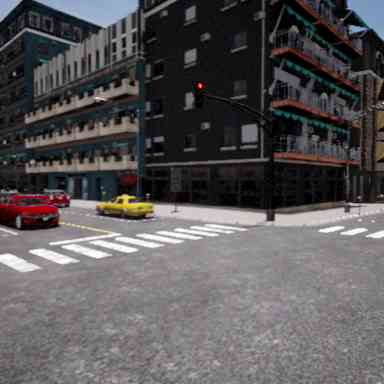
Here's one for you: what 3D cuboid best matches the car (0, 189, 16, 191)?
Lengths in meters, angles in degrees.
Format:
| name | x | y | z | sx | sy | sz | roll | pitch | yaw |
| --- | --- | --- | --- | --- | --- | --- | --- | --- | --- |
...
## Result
| name | x | y | z | sx | sy | sz | roll | pitch | yaw |
| --- | --- | --- | --- | --- | --- | --- | --- | --- | --- |
| car | -20.278 | 0.358 | 36.524 | 4.403 | 1.369 | 2.008 | 2 | 3 | 44 |

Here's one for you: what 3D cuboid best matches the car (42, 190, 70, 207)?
| name | x | y | z | sx | sy | sz | roll | pitch | yaw |
| --- | --- | --- | --- | --- | --- | --- | --- | --- | --- |
| car | -12.287 | 0.507 | 28.866 | 4.097 | 1.590 | 1.967 | 2 | 3 | 44 |

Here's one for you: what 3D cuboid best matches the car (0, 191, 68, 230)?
| name | x | y | z | sx | sy | sz | roll | pitch | yaw |
| --- | --- | --- | --- | --- | --- | --- | --- | --- | --- |
| car | -8.701 | 0.943 | 17.428 | 5.008 | 1.535 | 1.882 | 2 | 3 | 44 |

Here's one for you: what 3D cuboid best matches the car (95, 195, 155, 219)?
| name | x | y | z | sx | sy | sz | roll | pitch | yaw |
| --- | --- | --- | --- | --- | --- | --- | --- | --- | --- |
| car | -4.418 | 0.849 | 21.334 | 4.829 | 1.417 | 1.752 | 2 | 3 | 44 |
